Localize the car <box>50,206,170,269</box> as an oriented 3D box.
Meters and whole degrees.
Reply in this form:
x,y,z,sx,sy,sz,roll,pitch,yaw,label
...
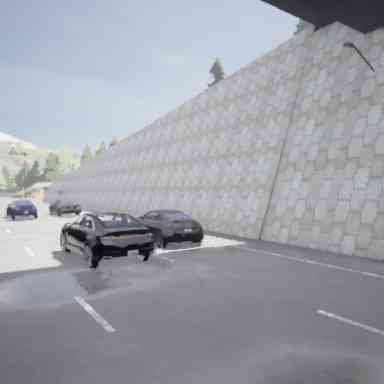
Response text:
x,y,z,sx,sy,sz,roll,pitch,yaw,label
-2.977,1.424,11.087,2.128,1.511,4.902,0,0,-34,car

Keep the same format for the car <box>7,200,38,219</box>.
x,y,z,sx,sy,sz,roll,pitch,yaw,label
-13.803,1.363,26.989,1.812,1.442,4.674,0,0,-34,car

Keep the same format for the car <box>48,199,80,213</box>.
x,y,z,sx,sy,sz,roll,pitch,yaw,label
-11.401,1.368,29.703,2.033,1.411,5.357,0,0,-34,car

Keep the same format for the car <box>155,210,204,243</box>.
x,y,z,sx,sy,sz,roll,pitch,yaw,label
-1.281,1.474,14.820,1.994,1.385,4.181,0,0,-34,car
